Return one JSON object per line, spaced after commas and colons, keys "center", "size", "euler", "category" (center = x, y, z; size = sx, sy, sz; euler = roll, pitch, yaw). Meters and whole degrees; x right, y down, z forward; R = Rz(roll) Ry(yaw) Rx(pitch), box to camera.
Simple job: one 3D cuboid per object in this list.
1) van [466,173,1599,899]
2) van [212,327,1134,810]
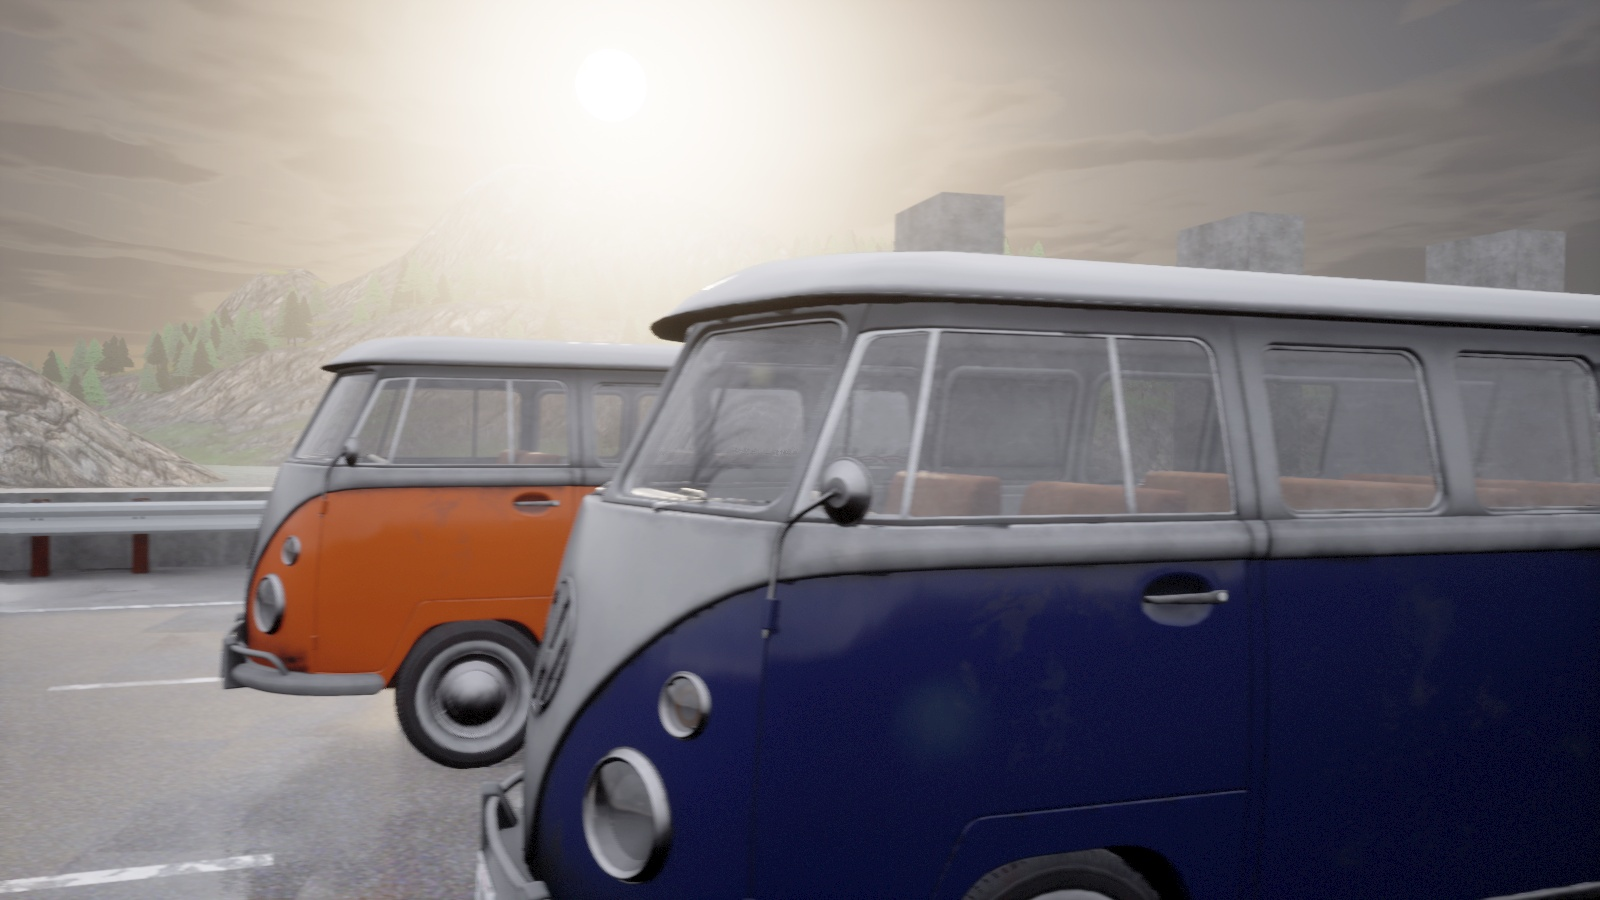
{"center": [1.383, 0.474, 3.767], "size": [4.442, 1.987, 1.775], "euler": [-1, 1, -20], "category": "van"}
{"center": [-0.618, 0.446, 6.757], "size": [4.442, 1.987, 1.775], "euler": [-1, 1, -20], "category": "van"}
